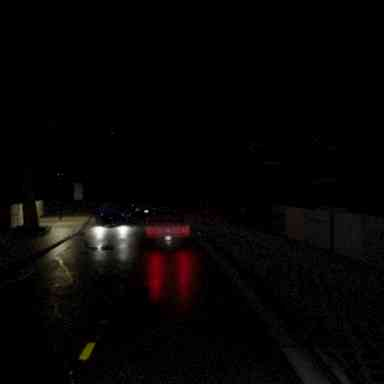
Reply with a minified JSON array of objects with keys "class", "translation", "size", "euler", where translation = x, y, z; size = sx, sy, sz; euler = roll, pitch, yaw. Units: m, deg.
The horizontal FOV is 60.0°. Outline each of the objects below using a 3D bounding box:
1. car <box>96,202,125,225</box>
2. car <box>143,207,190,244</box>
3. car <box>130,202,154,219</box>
[{"class":"car","translation":[-6.055,1.491,24.770],"size":[1.882,1.535,5.008],"euler":[0,0,-14]},{"class":"car","translation":[-1.308,1.619,16.082],"size":[1.895,1.301,4.718],"euler":[0,0,-8]},{"class":"car","translation":[-4.367,1.586,29.741],"size":[1.994,1.385,4.181],"euler":[0,0,-16]}]
